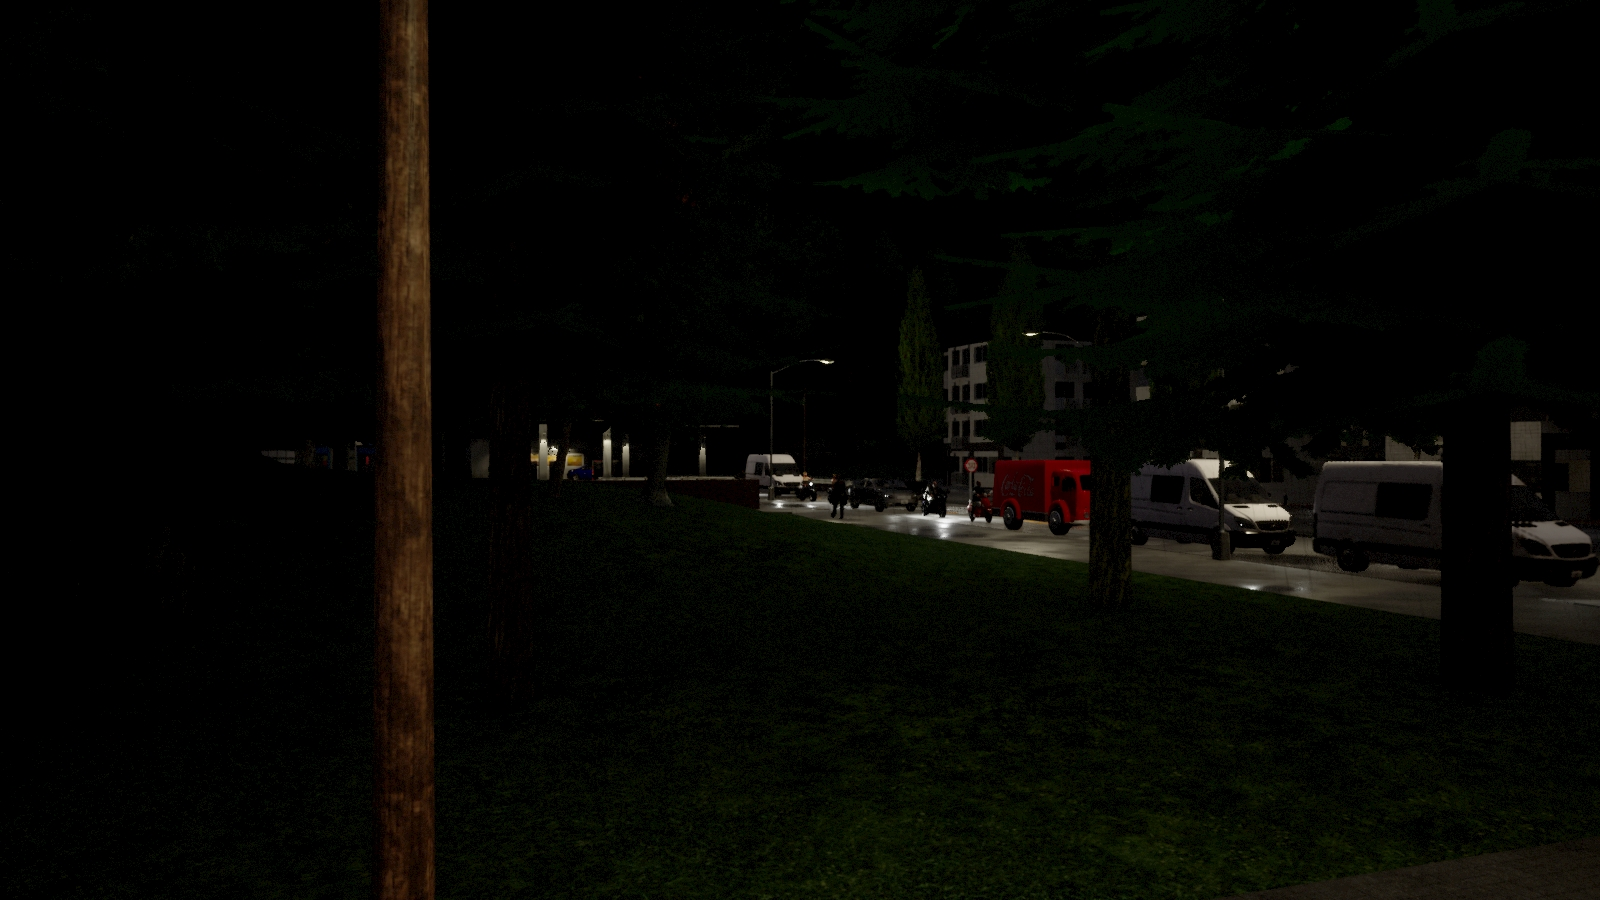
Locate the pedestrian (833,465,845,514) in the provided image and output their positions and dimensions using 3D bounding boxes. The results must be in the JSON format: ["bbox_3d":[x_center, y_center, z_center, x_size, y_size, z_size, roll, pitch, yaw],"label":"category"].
[{"bbox_3d":[1.505,1.532,44.255,0.375,1.860,0.375,0,0,-20],"label":"pedestrian"}]

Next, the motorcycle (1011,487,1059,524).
[{"bbox_3d":[8.397,1.970,40.853,0.856,1.236,1.805,0,0,-20],"label":"motorcycle"}]

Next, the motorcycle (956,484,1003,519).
[{"bbox_3d":[6.991,1.993,44.695,0.867,1.251,2.209,0,0,-20],"label":"motorcycle"}]

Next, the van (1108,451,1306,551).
[{"bbox_3d":[11.382,1.323,32.522,1.988,2.561,5.915,0,0,-20],"label":"van"}]

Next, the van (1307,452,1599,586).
[{"bbox_3d":[14.111,1.323,24.973,1.988,2.561,5.915,0,0,-20],"label":"van"}]

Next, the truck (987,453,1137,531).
[{"bbox_3d":[8.905,1.356,39.393,2.627,2.467,5.204,0,0,-20],"label":"truck"}]
